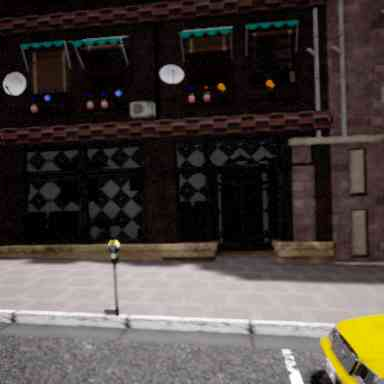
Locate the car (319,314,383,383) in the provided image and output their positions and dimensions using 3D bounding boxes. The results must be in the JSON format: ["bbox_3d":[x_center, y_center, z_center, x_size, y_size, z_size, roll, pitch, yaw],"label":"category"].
[{"bbox_3d":[3.799,1.497,3.106,4.829,1.417,1.752,0,-1,7],"label":"car"}]
